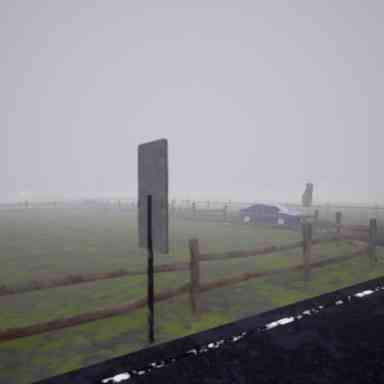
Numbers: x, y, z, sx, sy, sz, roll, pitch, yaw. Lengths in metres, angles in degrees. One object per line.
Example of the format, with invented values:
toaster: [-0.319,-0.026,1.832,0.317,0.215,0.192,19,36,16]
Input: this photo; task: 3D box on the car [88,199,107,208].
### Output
car: [-15.088,1.745,52.499,2.033,1.411,5.357,0,0,-35]

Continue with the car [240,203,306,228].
car: [5.570,1.535,23.284,1.882,1.535,5.008,0,1,-36]

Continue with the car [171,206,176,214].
car: [-3.646,1.708,36.225,1.895,1.301,4.718,0,0,-35]
